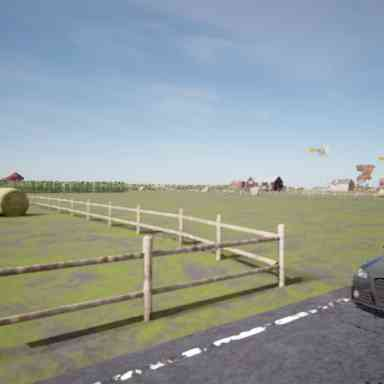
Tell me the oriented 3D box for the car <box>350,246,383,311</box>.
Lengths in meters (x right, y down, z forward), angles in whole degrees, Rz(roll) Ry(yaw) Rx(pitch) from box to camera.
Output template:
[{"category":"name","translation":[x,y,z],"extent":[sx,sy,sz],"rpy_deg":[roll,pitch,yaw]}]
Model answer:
[{"category":"car","translation":[5.039,1.548,6.663],"extent":[4.181,1.385,1.994],"rpy_deg":[0,0,-36]}]
